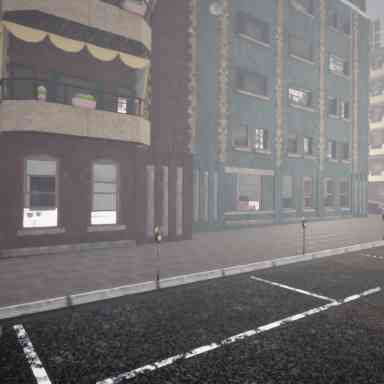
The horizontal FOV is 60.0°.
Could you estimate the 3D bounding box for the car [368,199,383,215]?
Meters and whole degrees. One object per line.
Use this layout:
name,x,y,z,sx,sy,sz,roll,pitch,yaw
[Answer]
car,16.127,1.240,32.629,2.192,1.841,5.009,1,0,-36

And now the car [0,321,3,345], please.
car,-4.210,1.566,3.086,4.313,1.339,1.947,0,1,-35
